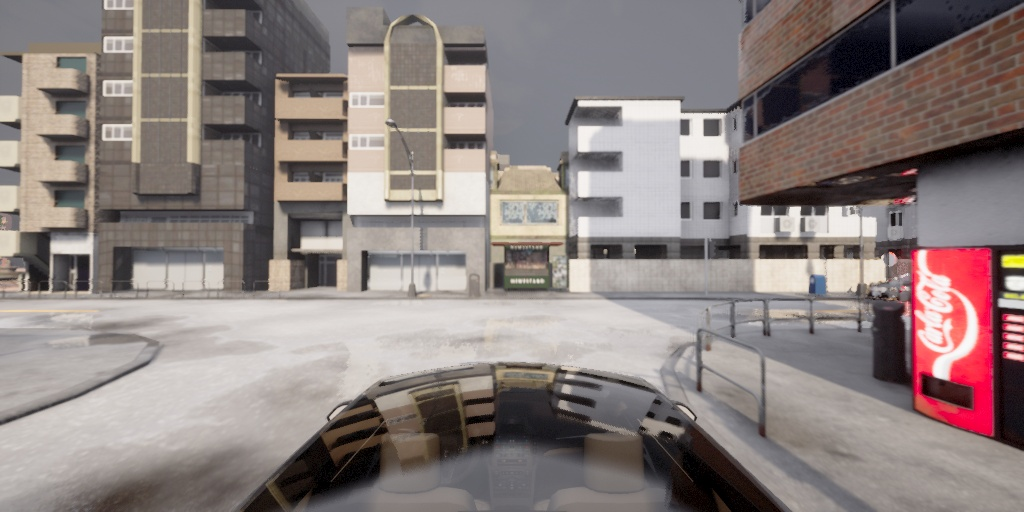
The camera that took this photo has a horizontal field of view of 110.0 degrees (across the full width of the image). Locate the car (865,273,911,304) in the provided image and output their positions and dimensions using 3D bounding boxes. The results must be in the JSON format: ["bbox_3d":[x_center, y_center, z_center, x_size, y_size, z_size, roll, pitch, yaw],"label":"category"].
[{"bbox_3d":[18.682,1.409,15.966,4.902,1.511,2.128,0,-1,0],"label":"car"}]
